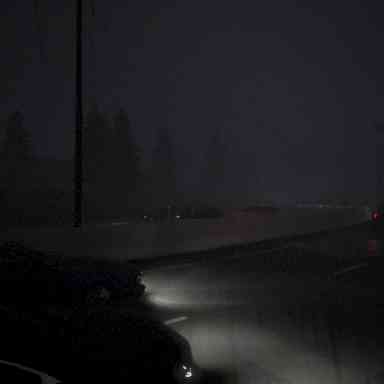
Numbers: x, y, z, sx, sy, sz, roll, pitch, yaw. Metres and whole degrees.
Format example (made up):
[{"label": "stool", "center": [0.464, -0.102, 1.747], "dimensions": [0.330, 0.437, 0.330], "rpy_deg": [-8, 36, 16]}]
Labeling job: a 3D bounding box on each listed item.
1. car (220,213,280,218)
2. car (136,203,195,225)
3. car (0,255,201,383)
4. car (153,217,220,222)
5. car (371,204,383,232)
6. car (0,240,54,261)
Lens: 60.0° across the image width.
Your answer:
[{"label": "car", "center": [4.317, 1.542, 21.752], "dimensions": [1.882, 1.535, 5.008], "rpy_deg": [0, 0, 44]}, {"label": "car", "center": [-1.935, 1.630, 25.403], "dimensions": [4.181, 1.385, 1.994], "rpy_deg": [0, 0, -44]}, {"label": "car", "center": [-2.170, 1.510, 2.251], "dimensions": [4.892, 1.490, 1.837], "rpy_deg": [0, 0, -36]}, {"label": "car", "center": [0.124, 1.552, 22.530], "dimensions": [4.902, 1.511, 2.128], "rpy_deg": [0, 0, -44]}, {"label": "car", "center": [12.417, 1.422, 19.922], "dimensions": [2.097, 1.767, 4.553], "rpy_deg": [0, 0, 43]}, {"label": "car", "center": [-3.507, 1.558, 5.593], "dimensions": [5.357, 1.411, 2.033], "rpy_deg": [0, 0, -36]}]
